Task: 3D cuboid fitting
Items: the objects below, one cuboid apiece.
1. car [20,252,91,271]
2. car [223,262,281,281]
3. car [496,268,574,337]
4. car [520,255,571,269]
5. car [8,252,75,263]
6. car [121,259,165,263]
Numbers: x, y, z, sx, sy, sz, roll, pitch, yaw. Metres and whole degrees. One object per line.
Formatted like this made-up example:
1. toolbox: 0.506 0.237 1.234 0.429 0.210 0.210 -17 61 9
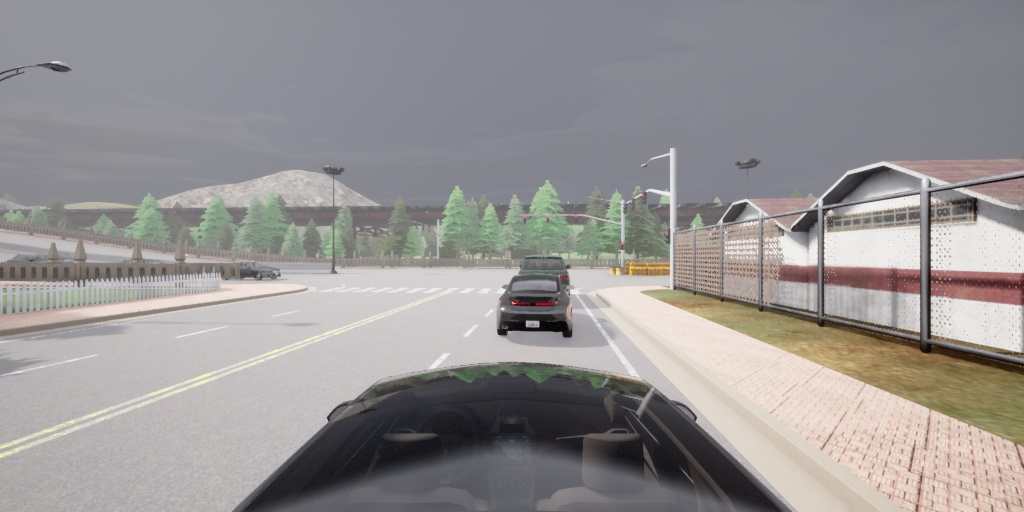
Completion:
1. car: -44.609 0.535 35.116 4.892 1.490 1.837 4 0 5
2. car: -21.915 1.239 29.927 4.902 1.511 2.128 0 0 5
3. car: 0.717 1.255 10.313 1.837 1.490 4.892 0 0 6
4. car: 1.484 0.971 16.323 2.150 2.045 5.566 0 0 7
5. car: -40.926 0.655 31.319 4.553 1.767 2.097 4 0 4
6. car: -31.000 1.051 30.593 4.553 1.767 2.097 1 0 4
